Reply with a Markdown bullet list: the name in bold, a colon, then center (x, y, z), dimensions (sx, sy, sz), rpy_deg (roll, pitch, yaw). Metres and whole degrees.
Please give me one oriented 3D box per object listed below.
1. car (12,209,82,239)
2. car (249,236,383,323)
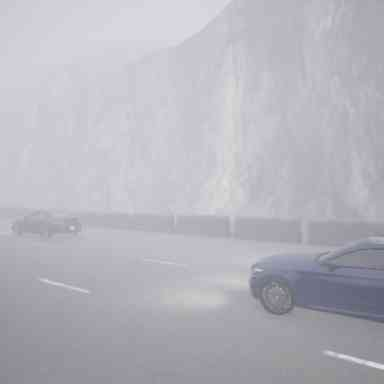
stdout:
- **car**: center (-7.945, 1.676, 18.188), dimensions (4.674, 1.442, 1.812), rpy_deg (0, 0, 35)
- **car**: center (3.318, 1.532, 5.927), dimensions (4.674, 1.442, 1.812), rpy_deg (-1, 0, 35)
